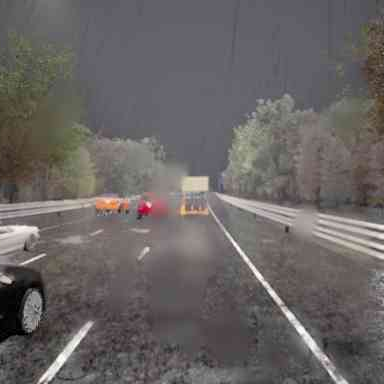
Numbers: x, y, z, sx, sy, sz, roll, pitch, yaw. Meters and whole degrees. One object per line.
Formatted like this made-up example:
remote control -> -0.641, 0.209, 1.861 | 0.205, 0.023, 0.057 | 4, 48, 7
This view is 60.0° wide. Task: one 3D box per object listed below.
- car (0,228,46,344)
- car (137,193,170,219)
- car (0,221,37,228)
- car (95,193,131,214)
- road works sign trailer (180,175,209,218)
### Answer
car -> -3.388, 1.479, 3.715 | 2.128, 1.511, 4.902 | 0, 0, 0
car -> -3.155, 1.127, 28.017 | 2.150, 2.045, 5.566 | 0, 0, 1
car -> -6.859, 1.566, 10.798 | 1.895, 1.301, 4.718 | 0, 0, 0
car -> -6.635, 0.912, 28.449 | 2.097, 1.767, 4.553 | 3, -3, 1
road works sign trailer -> 0.239, 0.370, 28.065 | 2.380, 3.560, 2.880 | 0, 0, 2
